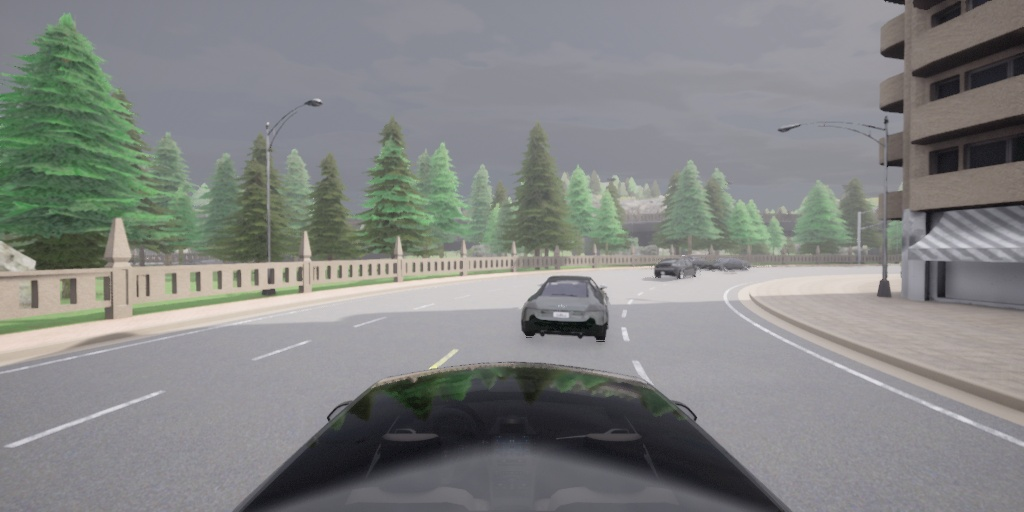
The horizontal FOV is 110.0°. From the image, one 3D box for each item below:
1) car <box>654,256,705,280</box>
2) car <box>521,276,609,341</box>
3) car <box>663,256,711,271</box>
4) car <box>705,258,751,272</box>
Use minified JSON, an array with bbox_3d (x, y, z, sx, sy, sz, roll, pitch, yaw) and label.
[{"bbox_3d":[12.652,0.954,27.440,4.892,1.490,1.837,-1,0,-43],"label":"car"},{"bbox_3d":[1.584,1.220,9.698,1.994,1.385,4.181,0,1,15],"label":"car"},{"bbox_3d":[19.571,0.792,40.135,4.902,1.511,2.128,0,1,-22],"label":"car"},{"bbox_3d":[22.559,0.878,37.711,5.357,1.411,2.033,0,1,-20],"label":"car"}]
